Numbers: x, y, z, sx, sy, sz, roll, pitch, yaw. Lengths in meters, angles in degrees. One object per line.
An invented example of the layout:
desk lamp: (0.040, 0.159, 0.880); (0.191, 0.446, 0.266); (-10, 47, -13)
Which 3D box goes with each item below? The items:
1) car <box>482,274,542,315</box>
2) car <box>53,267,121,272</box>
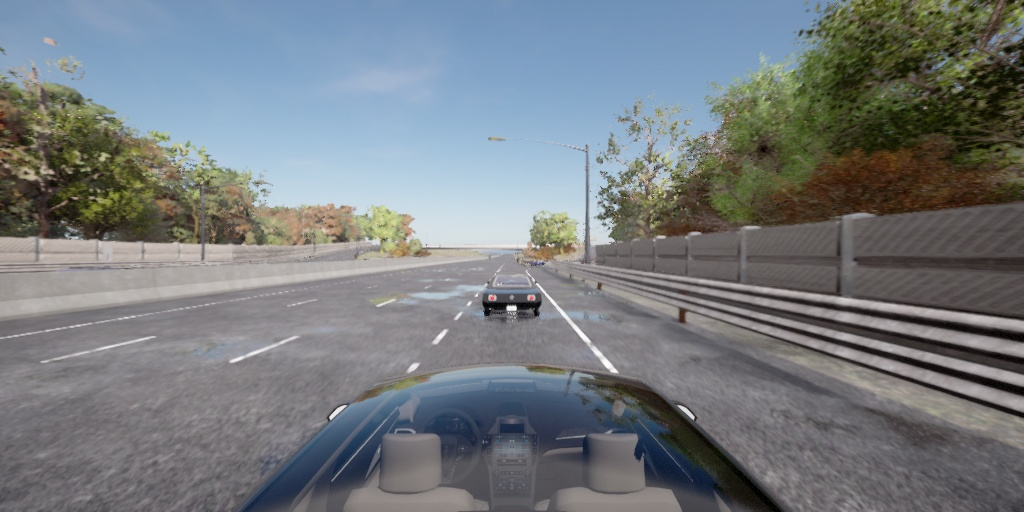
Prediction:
car: (-0.005, 1.316, 13.276); (1.895, 1.301, 4.718); (0, 0, 0)
car: (-21.100, 1.249, 17.669); (2.033, 1.411, 5.357); (0, 0, 0)
